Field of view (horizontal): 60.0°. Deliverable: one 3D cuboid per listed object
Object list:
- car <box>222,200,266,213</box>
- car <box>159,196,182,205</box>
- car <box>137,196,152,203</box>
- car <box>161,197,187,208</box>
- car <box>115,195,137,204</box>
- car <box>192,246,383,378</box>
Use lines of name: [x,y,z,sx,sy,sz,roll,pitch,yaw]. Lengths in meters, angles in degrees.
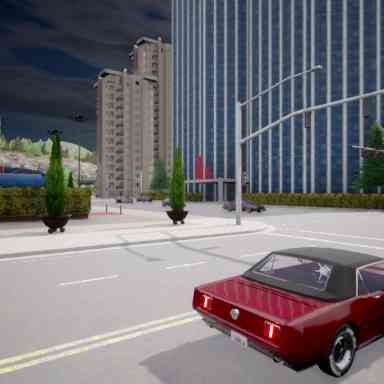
car: [5.648,1.547,36.744,2.033,1.411,5.357,0,0,-36]
car: [-4.049,1.491,62.305,2.128,1.511,4.902,0,0,-36]
car: [-10.225,1.511,70.692,2.128,1.511,4.902,0,0,-36]
car: [-2.596,1.527,48.096,1.812,1.442,4.674,0,1,-36]
car: [-12.652,1.415,62.062,2.097,1.767,4.553,0,0,-36]
car: [2.422,1.601,5.540,4.718,1.301,1.895,0,0,-35]
